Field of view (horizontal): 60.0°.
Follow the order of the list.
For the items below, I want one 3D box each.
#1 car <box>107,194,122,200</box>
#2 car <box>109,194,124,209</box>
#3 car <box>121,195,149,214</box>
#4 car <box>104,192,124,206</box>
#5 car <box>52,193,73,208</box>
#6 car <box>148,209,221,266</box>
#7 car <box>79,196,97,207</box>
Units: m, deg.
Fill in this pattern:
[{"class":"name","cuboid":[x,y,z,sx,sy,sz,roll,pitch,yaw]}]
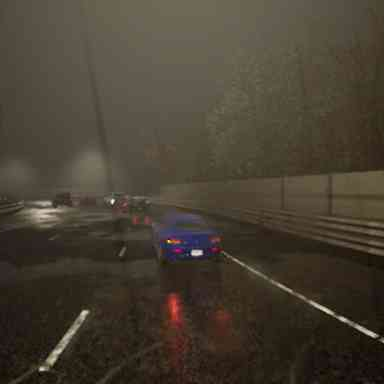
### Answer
[{"class":"car","cuboid":[-19.196,1.253,82.543,1.812,1.442,4.674,0,0,12]},{"class":"car","cuboid":[-9.107,1.381,43.374,1.812,1.442,4.674,0,0,-23]},{"class":"car","cuboid":[-5.549,1.376,33.378,2.128,1.511,4.902,0,0,-17]},{"class":"car","cuboid":[-11.178,1.065,48.115,2.150,2.045,5.566,0,0,-28]},{"class":"car","cuboid":[-17.760,1.090,45.497,2.150,2.045,5.566,0,0,-28]},{"class":"car","cuboid":[-0.331,1.482,11.350,1.812,1.442,4.674,0,0,-12]},{"class":"car","cuboid":[-14.879,1.331,47.542,1.882,1.535,5.008,0,1,-28]}]
